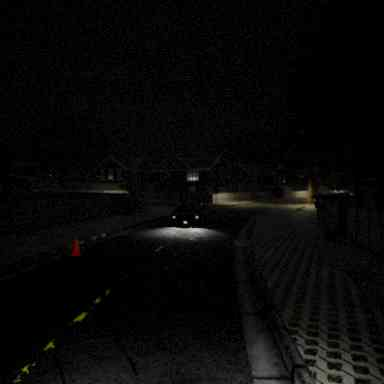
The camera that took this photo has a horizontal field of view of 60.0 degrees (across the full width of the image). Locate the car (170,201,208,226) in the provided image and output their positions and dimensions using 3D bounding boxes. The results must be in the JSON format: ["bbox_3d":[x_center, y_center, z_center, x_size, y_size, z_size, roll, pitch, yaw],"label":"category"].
[{"bbox_3d":[-0.016,1.278,21.140,2.033,1.411,5.357,0,1,8],"label":"car"}]

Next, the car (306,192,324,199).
[{"bbox_3d":[23.703,0.673,64.038,1.882,1.535,5.008,1,1,44],"label":"car"}]

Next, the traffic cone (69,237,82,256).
[{"bbox_3d":[-3.860,1.805,11.080,0.340,0.580,0.340,0,1,8],"label":"traffic cone"}]
